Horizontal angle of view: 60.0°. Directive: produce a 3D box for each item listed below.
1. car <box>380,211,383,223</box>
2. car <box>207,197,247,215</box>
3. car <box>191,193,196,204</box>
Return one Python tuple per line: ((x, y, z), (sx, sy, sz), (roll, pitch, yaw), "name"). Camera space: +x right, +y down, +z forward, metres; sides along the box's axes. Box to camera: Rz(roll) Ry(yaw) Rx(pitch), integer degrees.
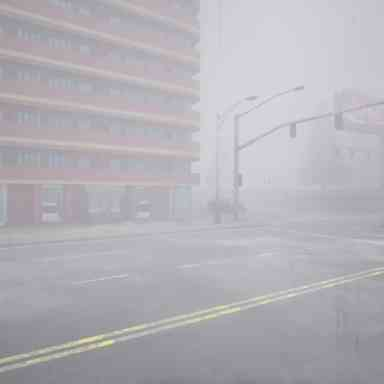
((13.728, 1.525, 19.640), (1.812, 1.442, 4.674), (0, 0, -34), "car")
((3.611, 1.352, 34.661), (2.097, 1.767, 4.553), (0, 0, -34), "car")
((-1.456, 1.221, 61.344), (2.150, 2.045, 5.566), (0, 0, -34), "car")
